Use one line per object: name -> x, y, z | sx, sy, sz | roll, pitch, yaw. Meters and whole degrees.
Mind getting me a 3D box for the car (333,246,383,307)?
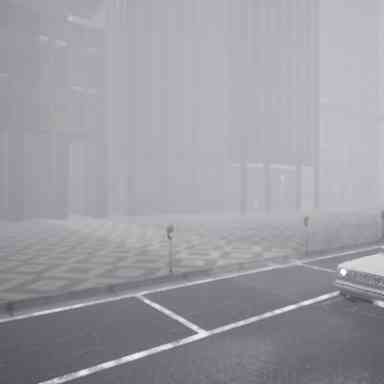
car -> 5.035, 1.604, 6.973 | 4.718, 1.301, 1.895 | 0, 0, -36
